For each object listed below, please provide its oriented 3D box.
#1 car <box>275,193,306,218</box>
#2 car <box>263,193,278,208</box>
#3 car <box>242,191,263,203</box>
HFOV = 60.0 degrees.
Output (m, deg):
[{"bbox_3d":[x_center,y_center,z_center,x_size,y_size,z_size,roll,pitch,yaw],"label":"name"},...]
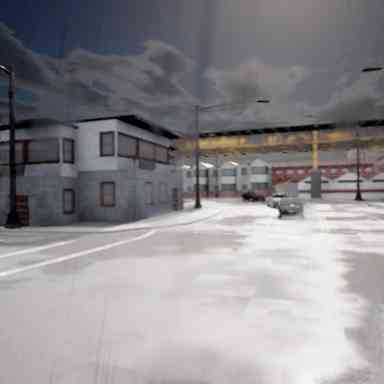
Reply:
[{"bbox_3d":[7.548,1.116,25.543,1.837,1.490,4.892,-1,1,15],"label":"car"},{"bbox_3d":[9.266,0.884,35.558,1.812,1.442,4.674,-1,1,2],"label":"car"},{"bbox_3d":[8.414,0.624,45.822,1.882,1.535,5.008,-1,1,-12],"label":"car"}]
